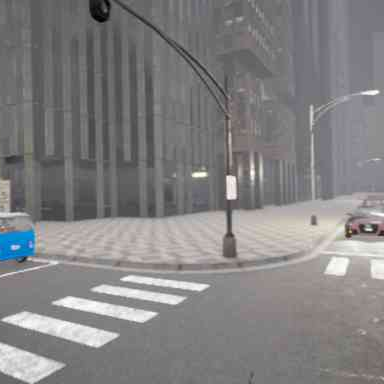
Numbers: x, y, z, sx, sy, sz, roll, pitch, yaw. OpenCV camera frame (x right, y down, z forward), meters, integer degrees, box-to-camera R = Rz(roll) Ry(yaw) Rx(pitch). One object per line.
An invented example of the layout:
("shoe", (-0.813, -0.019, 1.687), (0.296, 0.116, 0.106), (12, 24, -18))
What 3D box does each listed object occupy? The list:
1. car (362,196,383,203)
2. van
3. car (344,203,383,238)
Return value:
("car", (13.593, 1.314, 24.982), (2.128, 1.511, 4.902), (-1, 0, 30))
("van", (-7.322, 1.601, 11.656), (3.998, 1.788, 1.690), (-1, 0, 29))
("car", (8.736, 1.452, 16.409), (1.994, 1.385, 4.181), (-1, 0, 29))
